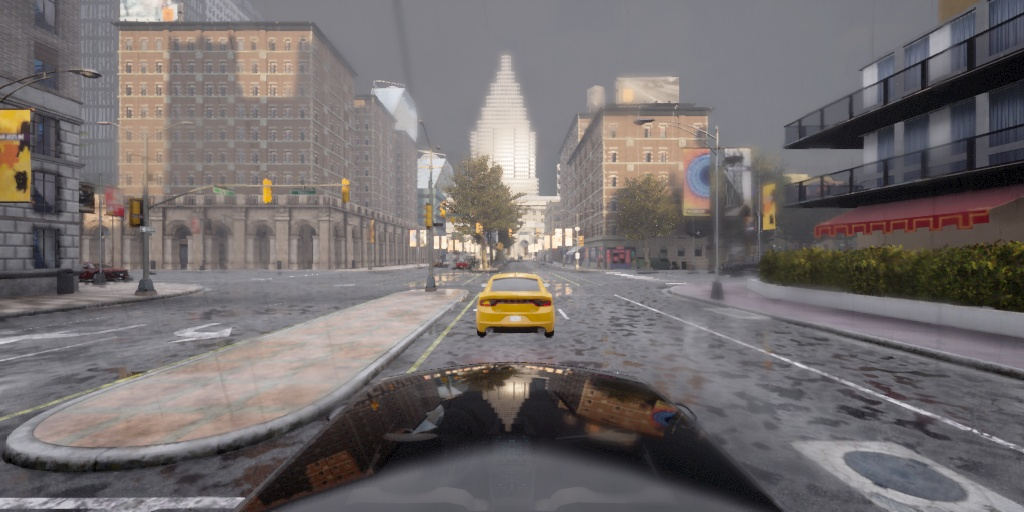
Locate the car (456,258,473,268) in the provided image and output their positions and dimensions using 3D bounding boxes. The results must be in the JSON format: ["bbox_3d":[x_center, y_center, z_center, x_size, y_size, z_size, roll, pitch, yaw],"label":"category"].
[{"bbox_3d":[-7.999,1.351,59.114,1.895,1.301,4.718,0,0,0],"label":"car"}]

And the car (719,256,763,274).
[{"bbox_3d":[26.005,0.971,39.721,5.566,2.045,2.150,0,0,0],"label":"car"}]

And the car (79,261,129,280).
[{"bbox_3d":[-33.944,1.228,28.874,5.008,1.535,1.882,0,0,0],"label":"car"}]

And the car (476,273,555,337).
[{"bbox_3d":[0.093,1.228,10.374,1.882,1.535,5.008,0,0,0],"label":"car"}]
